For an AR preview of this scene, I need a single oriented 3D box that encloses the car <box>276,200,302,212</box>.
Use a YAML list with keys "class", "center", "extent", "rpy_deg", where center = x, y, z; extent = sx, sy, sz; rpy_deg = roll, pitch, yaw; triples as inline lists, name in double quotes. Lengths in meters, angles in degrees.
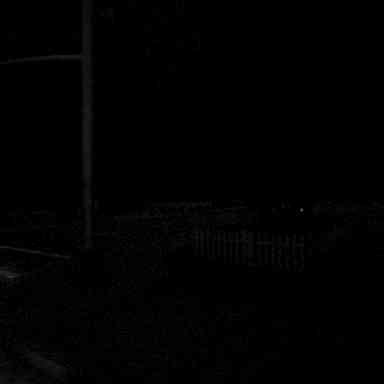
- class: "car"
  center: [11.800, 1.676, 40.382]
  extent: [2.033, 1.411, 5.357]
  rpy_deg: [-1, 0, 32]
